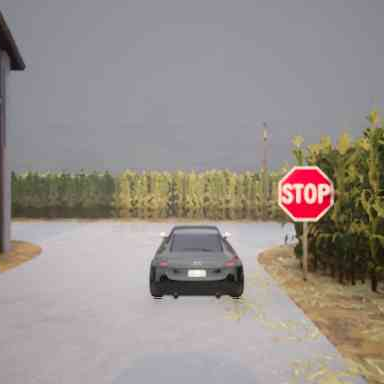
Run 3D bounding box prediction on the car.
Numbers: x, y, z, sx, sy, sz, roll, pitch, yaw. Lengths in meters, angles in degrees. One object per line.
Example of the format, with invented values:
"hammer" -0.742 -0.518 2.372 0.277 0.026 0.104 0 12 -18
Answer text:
"car" 0.087 1.523 8.411 1.994 1.385 4.181 0 0 0
